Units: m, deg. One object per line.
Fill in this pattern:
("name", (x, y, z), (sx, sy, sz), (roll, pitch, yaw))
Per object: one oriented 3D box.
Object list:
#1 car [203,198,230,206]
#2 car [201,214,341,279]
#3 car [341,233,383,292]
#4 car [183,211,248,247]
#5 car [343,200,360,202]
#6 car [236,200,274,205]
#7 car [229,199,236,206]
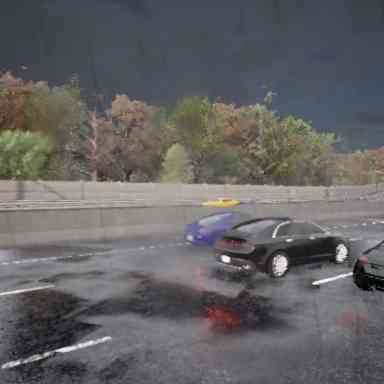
("car", (3.586, 1.493, 40.924), (5.008, 1.535, 1.882), (0, 0, -35))
("car", (2.859, 1.505, 10.084), (4.892, 1.490, 1.837), (0, 0, -36))
("car", (5.630, 1.564, 7.762), (4.181, 1.385, 1.994), (0, 0, -35))
("car", (1.810, 1.526, 13.638), (4.674, 1.442, 1.812), (0, 0, -35))
("car", (18.334, 1.597, 38.530), (4.181, 1.385, 1.994), (0, 0, -35))
("car", (7.254, 1.615, 34.943), (4.718, 1.301, 1.895), (0, 0, -35))
("car", (6.912, 1.582, 38.982), (4.181, 1.385, 1.994), (0, 0, -35))
